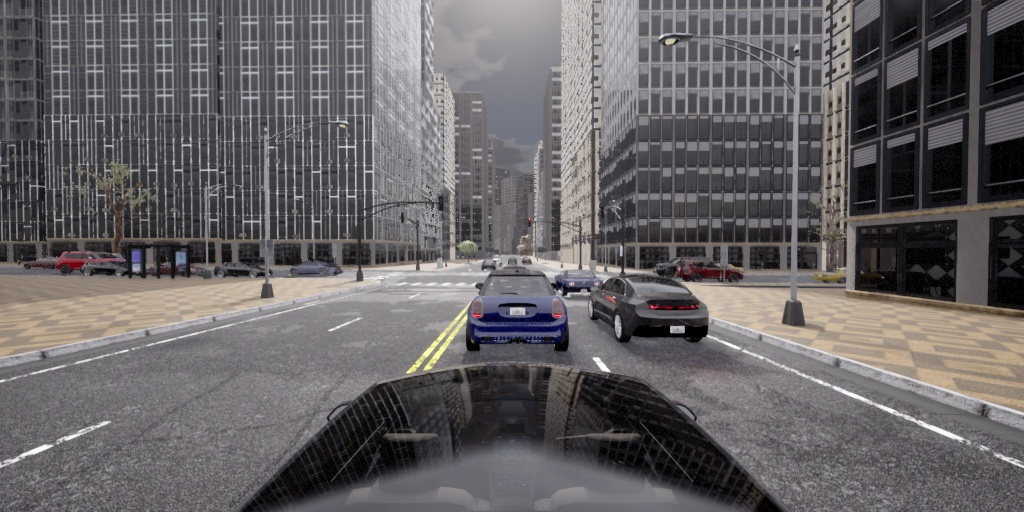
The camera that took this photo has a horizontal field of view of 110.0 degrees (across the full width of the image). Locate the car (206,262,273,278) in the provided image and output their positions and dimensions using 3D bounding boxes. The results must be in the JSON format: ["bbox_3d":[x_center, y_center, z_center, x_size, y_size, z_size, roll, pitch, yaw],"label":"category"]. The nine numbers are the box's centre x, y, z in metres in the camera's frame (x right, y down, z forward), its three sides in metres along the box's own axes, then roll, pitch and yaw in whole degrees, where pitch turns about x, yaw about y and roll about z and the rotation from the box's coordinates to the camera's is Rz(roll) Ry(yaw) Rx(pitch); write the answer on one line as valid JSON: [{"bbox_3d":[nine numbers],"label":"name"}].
[{"bbox_3d":[-22.683,1.172,30.302,4.313,1.339,1.948,0,0,1],"label":"car"}]

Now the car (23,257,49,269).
[{"bbox_3d":[-50.905,0.792,39.433,4.207,1.307,1.802,0,0,1],"label":"car"}]

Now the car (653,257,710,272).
[{"bbox_3d":[16.985,1.088,35.467,5.566,2.045,2.150,1,1,1],"label":"car"}]

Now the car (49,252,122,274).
[{"bbox_3d":[-38.742,0.638,33.363,5.566,2.045,2.150,1,1,1],"label":"car"}]

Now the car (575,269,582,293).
[{"bbox_3d":[3.380,1.341,19.027,1.895,1.301,4.718,0,0,0],"label":"car"}]

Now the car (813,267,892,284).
[{"bbox_3d":[27.689,1.578,29.491,4.829,1.417,1.751,0,0,1],"label":"car"}]

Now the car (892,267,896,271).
[{"bbox_3d":[33.159,1.683,29.388,4.207,1.307,1.802,0,0,1],"label":"car"}]

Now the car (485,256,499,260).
[{"bbox_3d":[-3.260,1.191,50.643,1.882,1.535,5.008,0,0,0],"label":"car"}]

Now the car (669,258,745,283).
[{"bbox_3d":[16.241,1.268,29.707,5.009,1.841,2.192,0,0,1],"label":"car"}]

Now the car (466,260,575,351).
[{"bbox_3d":[0.112,1.098,9.111,2.097,1.767,4.553,0,0,0],"label":"car"}]

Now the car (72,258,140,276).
[{"bbox_3d":[-34.047,1.068,30.628,4.313,1.339,1.948,0,0,1],"label":"car"}]

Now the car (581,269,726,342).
[{"bbox_3d":[3.363,1.251,9.717,1.837,1.490,4.892,0,0,0],"label":"car"}]

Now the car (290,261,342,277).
[{"bbox_3d":[-17.935,1.169,32.918,4.181,1.385,1.994,1,1,1],"label":"car"}]

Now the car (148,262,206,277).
[{"bbox_3d":[-28.367,1.137,30.445,4.207,1.307,1.802,0,0,1],"label":"car"}]
